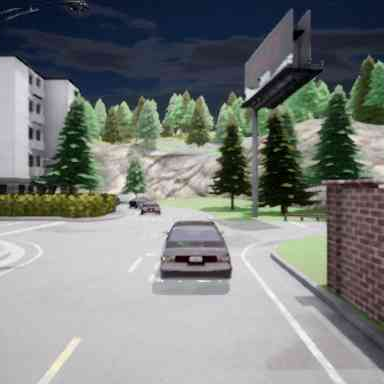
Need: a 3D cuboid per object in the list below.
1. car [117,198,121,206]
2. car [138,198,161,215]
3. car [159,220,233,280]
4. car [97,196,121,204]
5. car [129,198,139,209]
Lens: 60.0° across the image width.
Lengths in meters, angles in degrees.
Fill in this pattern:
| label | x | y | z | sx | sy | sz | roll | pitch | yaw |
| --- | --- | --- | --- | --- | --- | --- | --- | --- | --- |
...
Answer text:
| label | x | y | z | sx | sy | sz | roll | pitch | yaw |
| --- | --- | --- | --- | --- | --- | --- | --- | --- | --- |
| car | -13.924 | 1.552 | 56.663 | 1.837 | 1.490 | 4.892 | 0 | 0 | -41 |
| car | -4.246 | 1.594 | 34.085 | 1.994 | 1.385 | 4.181 | 0 | 0 | -8 |
| car | 0.067 | 1.557 | 9.997 | 2.033 | 1.411 | 5.357 | 0 | 0 | -1 |
| car | -15.987 | 1.533 | 63.647 | 5.008 | 1.535 | 1.882 | 0 | 0 | 40 |
| car | -7.251 | 1.533 | 45.464 | 2.128 | 1.511 | 4.902 | 0 | 0 | -23 |
